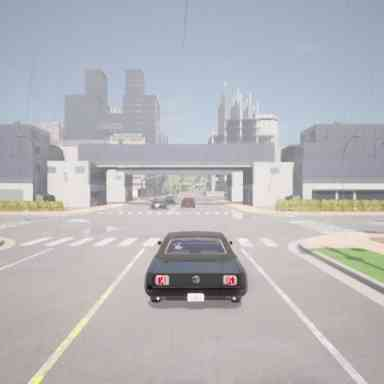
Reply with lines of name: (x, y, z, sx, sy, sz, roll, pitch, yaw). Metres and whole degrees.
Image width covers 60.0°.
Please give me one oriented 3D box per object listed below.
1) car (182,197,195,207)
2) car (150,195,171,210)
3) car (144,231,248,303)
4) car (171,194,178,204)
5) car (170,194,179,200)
car: (-0.544, 1.488, 50.218, 1.882, 1.535, 5.008, 0, 0, 0)
car: (-4.240, 1.503, 43.066, 2.128, 1.511, 4.902, 0, 0, 0)
car: (0.077, 1.600, 8.170, 1.895, 1.301, 4.718, 0, 0, 0)
car: (-4.189, 1.515, 62.432, 1.837, 1.490, 4.892, 0, 0, 1)
car: (-4.141, 1.147, 77.694, 1.812, 1.442, 4.674, 0, 0, 0)
